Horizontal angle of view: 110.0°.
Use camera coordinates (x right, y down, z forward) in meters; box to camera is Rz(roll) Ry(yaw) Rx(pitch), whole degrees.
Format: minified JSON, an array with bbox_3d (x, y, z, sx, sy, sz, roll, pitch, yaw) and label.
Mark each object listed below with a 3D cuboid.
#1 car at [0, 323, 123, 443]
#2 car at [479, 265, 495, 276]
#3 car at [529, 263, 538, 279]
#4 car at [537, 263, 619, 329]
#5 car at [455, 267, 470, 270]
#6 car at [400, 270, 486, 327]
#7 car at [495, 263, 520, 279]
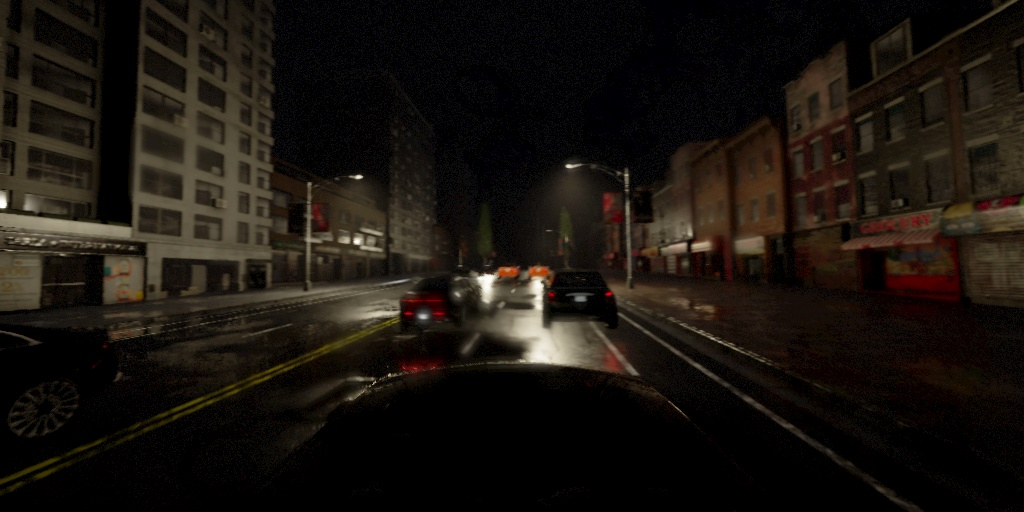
[{"bbox_3d":[-6.410,1.370,2.832,2.128,1.511,4.902,-1,-1,4],"label":"car"},{"bbox_3d":[-3.220,1.907,46.209,1.994,1.385,4.181,-1,-1,4],"label":"car"},{"bbox_3d":[2.842,1.478,38.023,2.097,1.767,4.553,-1,-1,5],"label":"car"},{"bbox_3d":[1.996,1.189,11.747,2.097,1.767,4.553,-1,-1,4],"label":"car"},{"bbox_3d":[-6.540,1.991,45.402,1.895,1.301,4.718,-1,-1,4],"label":"car"},{"bbox_3d":[-2.259,1.426,12.289,1.837,1.490,4.892,-1,0,4],"label":"car"},{"bbox_3d":[-0.287,1.548,39.244,2.097,1.767,4.553,-1,-1,4],"label":"car"}]
